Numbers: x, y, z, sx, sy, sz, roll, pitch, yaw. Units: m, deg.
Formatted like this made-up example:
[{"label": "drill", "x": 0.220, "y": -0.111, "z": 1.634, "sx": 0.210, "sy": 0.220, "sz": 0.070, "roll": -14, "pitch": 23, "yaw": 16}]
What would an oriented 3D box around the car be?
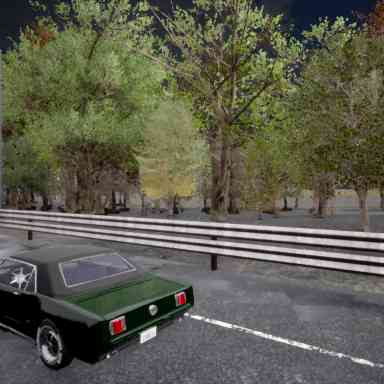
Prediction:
[{"label": "car", "x": -2.376, "y": 1.600, "z": 5.704, "sx": 4.718, "sy": 1.301, "sz": 1.895, "roll": 0, "pitch": 0, "yaw": 36}]
